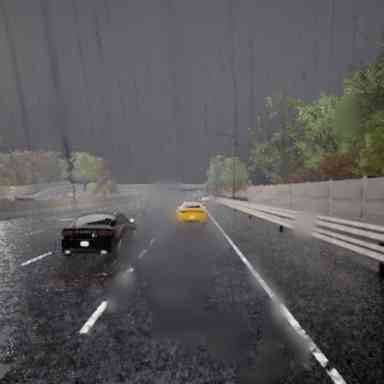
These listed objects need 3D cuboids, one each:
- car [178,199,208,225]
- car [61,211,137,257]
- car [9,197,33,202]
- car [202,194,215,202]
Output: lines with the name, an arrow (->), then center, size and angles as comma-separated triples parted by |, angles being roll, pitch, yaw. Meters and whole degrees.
car -> -0.005, 1.505, 24.292 | 1.882, 1.535, 5.008 | 0, 0, 0
car -> -3.397, 1.487, 12.986 | 1.882, 1.535, 5.008 | 0, 0, 0
car -> -21.078, 1.415, 40.773 | 2.097, 1.767, 4.553 | 0, 0, 0
car -> 4.320, 1.680, 86.578 | 2.150, 2.045, 5.566 | 0, -1, 20
